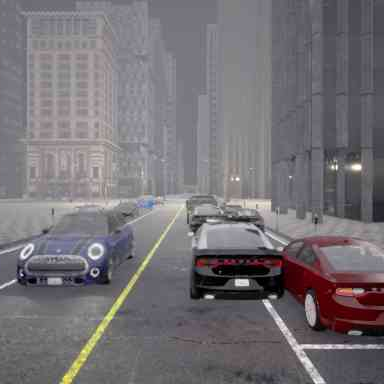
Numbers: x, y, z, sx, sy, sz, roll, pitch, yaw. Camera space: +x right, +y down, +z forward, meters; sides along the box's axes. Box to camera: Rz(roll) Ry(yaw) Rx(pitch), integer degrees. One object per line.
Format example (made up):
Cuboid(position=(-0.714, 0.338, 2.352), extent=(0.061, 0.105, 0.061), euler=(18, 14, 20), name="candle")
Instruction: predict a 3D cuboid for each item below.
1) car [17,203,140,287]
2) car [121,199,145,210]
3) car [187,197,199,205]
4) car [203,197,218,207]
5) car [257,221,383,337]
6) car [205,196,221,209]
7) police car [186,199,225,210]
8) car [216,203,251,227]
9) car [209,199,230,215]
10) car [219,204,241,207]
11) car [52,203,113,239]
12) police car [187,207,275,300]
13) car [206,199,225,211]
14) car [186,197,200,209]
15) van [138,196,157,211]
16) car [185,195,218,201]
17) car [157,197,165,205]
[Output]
Cuboid(position=(-2.980, 1.351, 9.491), extent=(2.097, 1.767, 4.553), euler=(0, 0, 0), name="car")
Cuboid(position=(-5.707, 1.557, 29.295), extent=(1.947, 1.339, 4.313), euler=(0, 0, 0), name="car")
Cuboid(position=(0.116, 1.529, 58.096), extent=(1.994, 1.385, 4.181), euler=(0, 0, 0), name="car")
Cuboid(position=(2.864, 1.522, 51.843), extent=(2.008, 1.369, 4.403), euler=(0, 0, 0), name="car")
Cuboid(position=(2.773, 1.544, 6.717), extent=(1.887, 1.381, 4.507), euler=(0, 0, 0), name="car")
Cuboid(position=(2.852, 1.417, 46.202), extent=(1.967, 1.590, 4.097), euler=(0, 0, 0), name="car")
Cuboid(position=(0.809, 1.422, 18.538), extent=(1.930, 1.638, 5.238), euler=(0, 0, -2), name="police car")
Cuboid(position=(2.807, 1.560, 23.638), extent=(1.947, 1.339, 4.313), euler=(0, 0, 0), name="car")
Cuboid(position=(2.830, 1.512, 35.090), extent=(1.752, 1.417, 4.829), euler=(0, 0, 0), name="car")
Cuboid(position=(2.796, 1.547, 17.998), extent=(2.008, 1.369, 4.403), euler=(0, 0, 0), name="car")
Cuboid(position=(-5.730, 1.437, 18.013), extent=(1.967, 1.590, 4.097), euler=(0, 0, 0), name="car")
Cuboid(position=(0.904, 1.426, 8.566), extent=(1.930, 1.638, 5.238), euler=(0, 0, 0), name="police car")
Cuboid(position=(2.841, 1.533, 40.561), extent=(2.008, 1.369, 4.403), euler=(0, 0, 0), name="car")
Cuboid(position=(0.122, 1.483, 45.535), extent=(1.837, 1.490, 4.892), euler=(0, 0, 1), name="car")
Cuboid(position=(-5.685, 1.323, 40.577), extent=(1.690, 1.788, 3.998), euler=(0, 0, 0), name="van")
Cuboid(position=(0.725, 1.217, 24.486), extent=(2.150, 2.045, 5.566), euler=(0, 0, 0), name="car")
Cuboid(position=(-5.650, 1.516, 57.500), extent=(2.008, 1.369, 4.403), euler=(0, 0, 0), name="car")
